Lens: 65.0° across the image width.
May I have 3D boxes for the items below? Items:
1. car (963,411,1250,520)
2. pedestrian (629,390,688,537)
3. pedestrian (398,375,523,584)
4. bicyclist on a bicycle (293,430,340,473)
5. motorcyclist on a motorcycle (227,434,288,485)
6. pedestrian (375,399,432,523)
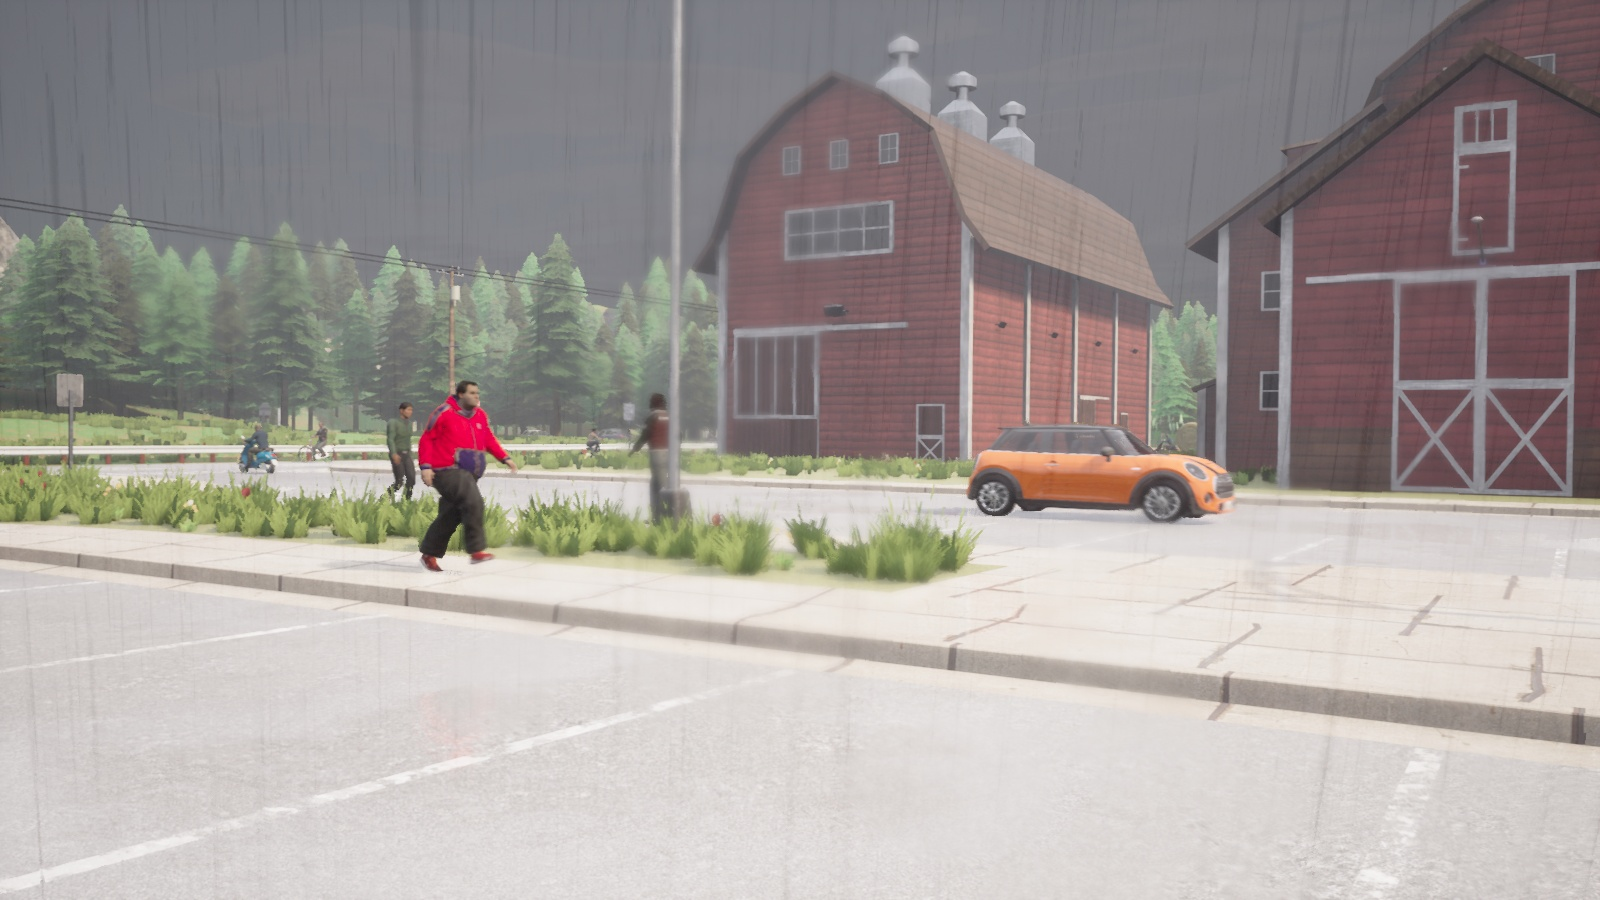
[{"bbox_3d":[5.444,0.234,22.435,4.553,1.767,2.097,0,1,31],"label":"car"},{"bbox_3d":[-1.900,0.173,16.891,0.666,1.930,0.402,0,1,31],"label":"pedestrian"},{"bbox_3d":[-3.111,0.256,11.527,0.899,1.844,0.634,0,1,27],"label":"pedestrian"},{"bbox_3d":[-20.511,0.058,53.309,0.659,1.776,1.843,0,0,32],"label":"bicyclist on a bicycle"},{"bbox_3d":[-17.479,0.290,40.462,1.817,1.590,0.866,0,1,30],"label":"motorcyclist on a motorcycle"},{"bbox_3d":[-6.316,0.170,20.019,0.788,1.949,0.423,0,1,31],"label":"pedestrian"}]
